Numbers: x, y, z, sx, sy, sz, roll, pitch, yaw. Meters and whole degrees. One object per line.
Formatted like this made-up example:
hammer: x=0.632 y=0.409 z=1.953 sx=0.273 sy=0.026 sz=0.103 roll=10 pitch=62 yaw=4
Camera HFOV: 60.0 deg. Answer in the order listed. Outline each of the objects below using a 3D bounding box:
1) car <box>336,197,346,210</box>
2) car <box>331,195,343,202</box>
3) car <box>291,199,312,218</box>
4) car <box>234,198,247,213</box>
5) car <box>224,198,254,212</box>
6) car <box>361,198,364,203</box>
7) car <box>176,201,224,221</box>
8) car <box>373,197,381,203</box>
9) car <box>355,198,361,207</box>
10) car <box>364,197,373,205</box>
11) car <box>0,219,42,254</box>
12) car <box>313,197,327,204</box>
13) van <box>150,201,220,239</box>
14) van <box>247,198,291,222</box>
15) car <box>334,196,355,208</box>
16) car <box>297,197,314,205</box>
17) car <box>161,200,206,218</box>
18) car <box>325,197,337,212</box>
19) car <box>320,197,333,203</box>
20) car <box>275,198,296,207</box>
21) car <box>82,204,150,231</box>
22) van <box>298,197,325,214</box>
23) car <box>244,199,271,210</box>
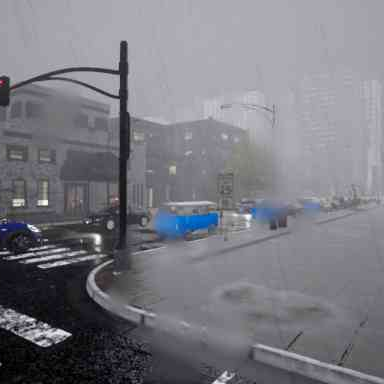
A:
car: x=18.920 y=1.729 z=44.761 sx=1.947 sy=1.339 sz=4.313 roll=0 pitch=0 yaw=35
car: x=37.418 y=1.712 z=85.761 sx=1.967 sy=1.590 sz=4.097 roll=0 pitch=0 yaw=35
car: x=9.414 y=1.655 z=31.195 sx=1.887 sy=1.381 sz=4.507 roll=0 pitch=0 yaw=35
car: x=6.492 y=1.604 z=37.085 sx=1.812 sy=1.442 sz=4.674 roll=1 pitch=0 yaw=35
car: x=5.732 y=1.506 z=40.542 sx=1.967 sy=1.590 sz=4.097 roll=0 pitch=0 yaw=35
car: x=28.525 y=1.748 z=58.467 sx=1.752 sy=1.417 sz=4.829 roll=0 pitch=0 yaw=35
car: x=0.810 y=1.554 z=29.001 sx=1.837 sy=1.490 sz=4.892 roll=1 pitch=0 yaw=35
car: x=44.271 y=1.899 z=80.938 sx=1.947 sy=1.339 sz=4.313 roll=0 pitch=0 yaw=35
car: x=25.260 y=1.516 z=53.807 sx=2.192 sy=1.841 sz=5.009 roll=0 pitch=0 yaw=35
car: x=34.764 y=1.809 z=67.372 sx=1.887 sy=1.381 sz=4.507 roll=0 pitch=0 yaw=35
car: x=-8.015 y=1.372 z=12.196 sx=4.553 sy=1.767 sz=2.097 roll=0 pitch=0 yaw=-34
car: x=27.814 y=1.728 z=72.056 sx=1.752 sy=1.417 sz=4.829 roll=0 pitch=0 yaw=35
van: x=-0.091 y=1.406 z=17.629 sx=1.690 sy=1.788 sz=3.998 roll=0 pitch=0 yaw=35
van: x=6.246 y=1.436 z=26.674 sx=1.690 sy=1.788 sz=3.998 roll=0 pitch=0 yaw=35
car: x=22.091 y=1.497 z=49.284 sx=2.192 sy=1.841 sz=5.009 roll=0 pitch=0 yaw=35
car: x=21.574 y=1.705 z=63.151 sx=1.887 sy=1.381 sz=4.507 roll=0 pitch=0 yaw=35
car: x=-0.705 y=1.558 z=31.358 sx=1.752 sy=1.417 sz=4.829 roll=0 pitch=0 yaw=35
car: x=15.850 y=1.671 z=40.379 sx=1.752 sy=1.417 sz=4.829 roll=0 pitch=0 yaw=35
car: x=31.080 y=1.792 z=76.717 sx=1.947 sy=1.339 sz=4.313 roll=0 pitch=0 yaw=35
car: x=15.237 y=1.665 z=54.107 sx=1.887 sy=1.381 sz=4.507 roll=0 pitch=0 yaw=35
car: x=-4.653 y=1.528 z=21.207 sx=1.837 sy=1.490 sz=4.892 roll=1 pitch=0 yaw=35
van: x=12.584 y=1.469 z=35.718 sx=1.690 sy=1.788 sz=3.998 roll=0 pitch=0 yaw=35
car: x=8.899 y=1.628 z=45.064 sx=1.887 sy=1.381 sz=4.507 roll=0 pitch=0 yaw=35
